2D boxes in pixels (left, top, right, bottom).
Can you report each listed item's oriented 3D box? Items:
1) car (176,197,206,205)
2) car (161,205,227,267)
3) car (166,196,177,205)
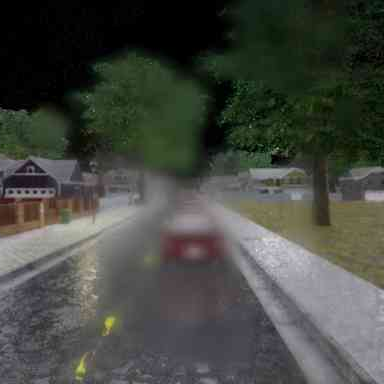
[{"bbox_3d":[0.060,1.349,26.678,2.128,1.511,4.902,0,0,0],"label":"car"},{"bbox_3d":[0.063,1.417,11.220,1.882,1.535,5.008,0,0,0],"label":"car"},{"bbox_3d":[-2.829,1.328,50.571,1.895,1.301,4.718,0,0,0],"label":"car"}]
